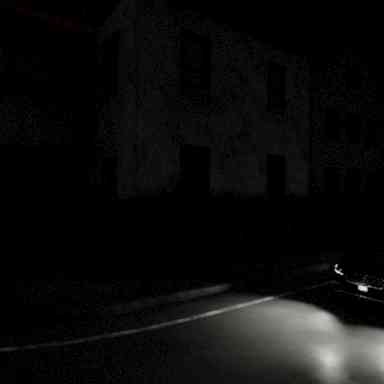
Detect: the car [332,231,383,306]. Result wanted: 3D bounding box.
[{"bbox_3d":[5.208,1.595,7.694,4.892,1.490,1.837,1,0,-35],"label":"car"}]
